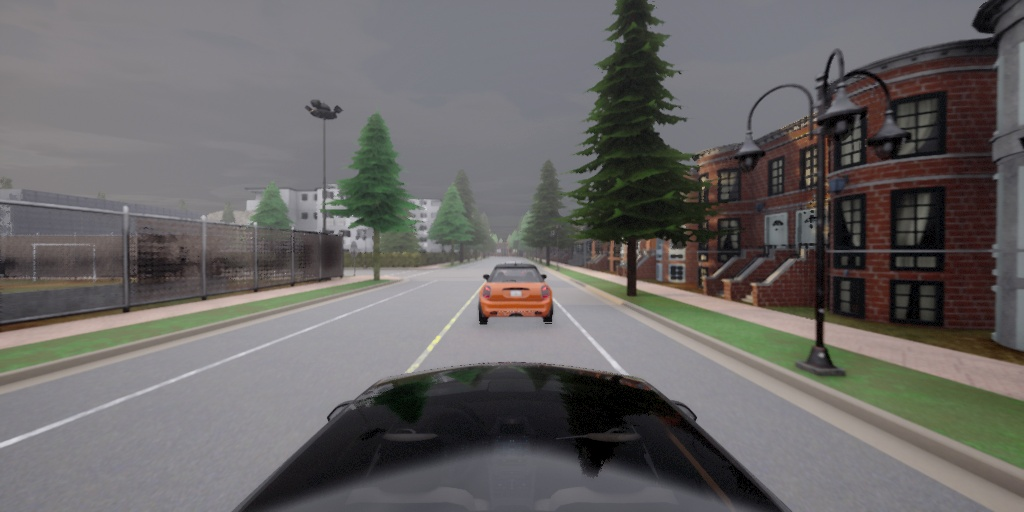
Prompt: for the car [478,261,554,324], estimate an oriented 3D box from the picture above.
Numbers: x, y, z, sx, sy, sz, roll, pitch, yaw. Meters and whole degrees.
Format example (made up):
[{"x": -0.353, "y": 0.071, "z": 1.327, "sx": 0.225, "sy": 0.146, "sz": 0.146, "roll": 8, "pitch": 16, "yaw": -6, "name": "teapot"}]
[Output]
[{"x": 0.100, "y": 1.007, "z": 11.755, "sx": 2.097, "sy": 1.767, "sz": 4.553, "roll": 0, "pitch": 1, "yaw": 0, "name": "car"}]
